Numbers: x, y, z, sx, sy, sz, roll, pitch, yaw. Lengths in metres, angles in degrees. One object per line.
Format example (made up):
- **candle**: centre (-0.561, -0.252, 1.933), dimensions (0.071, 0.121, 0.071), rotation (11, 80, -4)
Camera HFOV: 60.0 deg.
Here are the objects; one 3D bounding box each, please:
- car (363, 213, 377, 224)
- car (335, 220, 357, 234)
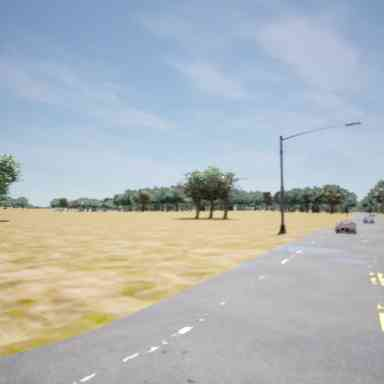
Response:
- **car**: centre (33.626, 5.272, 63.017), dimensions (2.128, 1.511, 4.902), rotation (-2, -4, 31)
- **car**: centre (16.152, 3.663, 34.800), dimensions (1.994, 1.385, 4.181), rotation (-2, -4, 28)
